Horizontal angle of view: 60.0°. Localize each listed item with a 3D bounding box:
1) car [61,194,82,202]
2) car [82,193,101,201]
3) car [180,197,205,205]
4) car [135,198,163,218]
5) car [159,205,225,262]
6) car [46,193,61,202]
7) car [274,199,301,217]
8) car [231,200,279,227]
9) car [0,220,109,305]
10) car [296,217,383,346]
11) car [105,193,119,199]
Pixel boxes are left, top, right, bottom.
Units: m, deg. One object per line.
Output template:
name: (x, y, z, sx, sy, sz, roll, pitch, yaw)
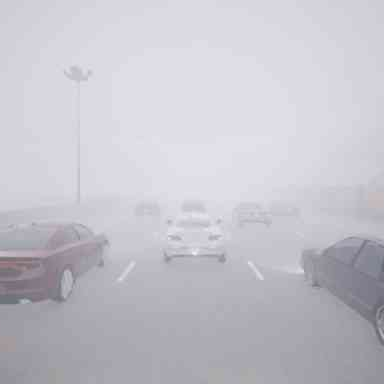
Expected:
car: (-21.661, 1.006, 61.257, 2.033, 1.411, 5.357, 0, 1, -1)
car: (-18.172, 0.940, 61.342, 1.837, 1.490, 4.892, 0, 1, -1)
car: (0.081, 1.178, 27.109, 1.882, 1.535, 5.008, 0, 1, 0)
car: (-3.418, 1.200, 27.107, 1.882, 1.535, 5.008, 0, 1, 0)
car: (0.072, 1.398, 11.459, 1.812, 1.442, 4.674, 0, 1, 0)
car: (-25.163, 0.988, 61.167, 2.128, 1.511, 4.902, 0, 1, -1)
car: (7.080, 1.230, 26.337, 1.994, 1.385, 4.181, 0, 1, 0)
car: (3.566, 1.298, 20.633, 2.033, 1.411, 5.357, 0, 1, 0)
car: (-3.434, 1.409, 8.079, 1.882, 1.535, 5.008, 0, 1, 0)
car: (3.557, 1.460, 5.865, 2.033, 1.411, 5.357, 0, 1, 0)
car: (-14.678, 0.912, 61.432, 2.128, 1.511, 4.902, 0, 1, -1)
